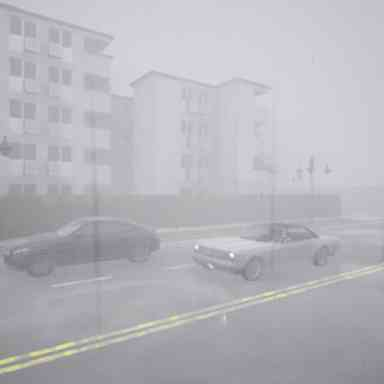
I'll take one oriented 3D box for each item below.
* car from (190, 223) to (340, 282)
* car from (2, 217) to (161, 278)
[{"bbox_3d":[2.294,1.621,9.927,4.718,1.301,1.895,0,0,-35],"label":"car"},{"bbox_3d":[-3.189,1.533,10.300,4.674,1.442,1.812,0,0,-36],"label":"car"}]
